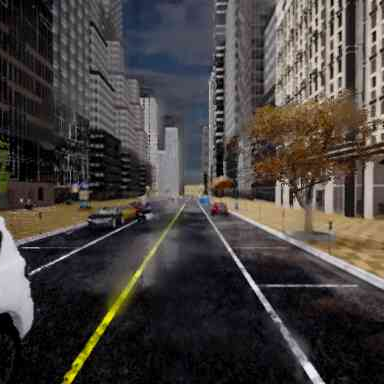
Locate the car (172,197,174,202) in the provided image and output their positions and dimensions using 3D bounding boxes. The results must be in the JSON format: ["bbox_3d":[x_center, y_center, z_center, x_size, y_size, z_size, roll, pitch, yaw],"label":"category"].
[{"bbox_3d":[-5.686,1.916,89.747,2.008,1.369,4.403,-1,0,0],"label":"car"}]

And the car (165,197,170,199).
[{"bbox_3d":[-5.691,1.784,61.624,2.008,1.369,4.403,-1,0,0],"label":"car"}]

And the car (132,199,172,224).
[{"bbox_3d":[-3.016,1.580,25.971,2.128,1.511,4.902,0,0,1],"label":"car"}]

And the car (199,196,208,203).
[{"bbox_3d":[2.690,1.750,78.497,1.967,1.590,4.097,-1,0,0],"label":"car"}]

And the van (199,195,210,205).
[{"bbox_3d":[2.686,1.599,67.248,1.690,1.788,3.998,-1,0,0],"label":"van"}]

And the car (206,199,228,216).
[{"bbox_3d":[2.685,1.698,33.497,1.802,1.307,4.206,-1,0,0],"label":"car"}]

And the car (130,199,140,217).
[{"bbox_3d":[-5.697,1.619,27.704,1.752,1.417,4.829,-1,0,0],"label":"car"}]

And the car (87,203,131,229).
[{"bbox_3d":[-5.698,1.624,22.248,2.008,1.369,4.403,-1,0,0],"label":"car"}]

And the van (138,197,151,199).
[{"bbox_3d":[-5.698,1.480,39.123,1.690,1.788,3.998,-1,0,0],"label":"van"}]

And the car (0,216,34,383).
[{"bbox_3d":[-3.090,1.230,1.967,2.150,2.045,5.566,0,0,0],"label":"car"}]

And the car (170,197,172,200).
[{"bbox_3d":[-5.690,1.809,67.248,2.008,1.369,4.403,-1,0,0],"label":"car"}]
